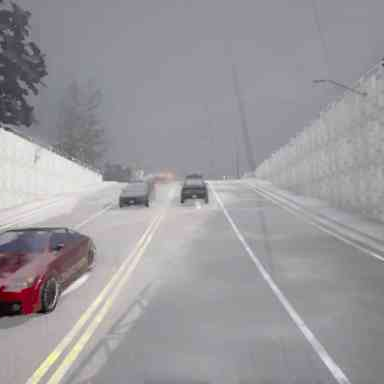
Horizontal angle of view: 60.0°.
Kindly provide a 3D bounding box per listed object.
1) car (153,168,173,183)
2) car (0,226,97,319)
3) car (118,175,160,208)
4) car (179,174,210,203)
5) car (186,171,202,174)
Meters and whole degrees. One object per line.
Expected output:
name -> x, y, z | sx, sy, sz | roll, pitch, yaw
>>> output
car -> -3.385, -1.939, 38.585 | 2.097, 1.767, 4.553 | -1, 5, 0
car -> -3.587, 1.498, 7.401 | 1.994, 1.385, 4.181 | -1, 3, 0
car -> -3.519, 0.021, 22.004 | 1.882, 1.535, 5.008 | -1, 7, 1
car -> 0.167, -0.182, 23.248 | 1.837, 1.490, 4.892 | -1, 5, 0
car -> 0.222, -1.887, 39.933 | 1.895, 1.301, 4.718 | -1, 4, 0
